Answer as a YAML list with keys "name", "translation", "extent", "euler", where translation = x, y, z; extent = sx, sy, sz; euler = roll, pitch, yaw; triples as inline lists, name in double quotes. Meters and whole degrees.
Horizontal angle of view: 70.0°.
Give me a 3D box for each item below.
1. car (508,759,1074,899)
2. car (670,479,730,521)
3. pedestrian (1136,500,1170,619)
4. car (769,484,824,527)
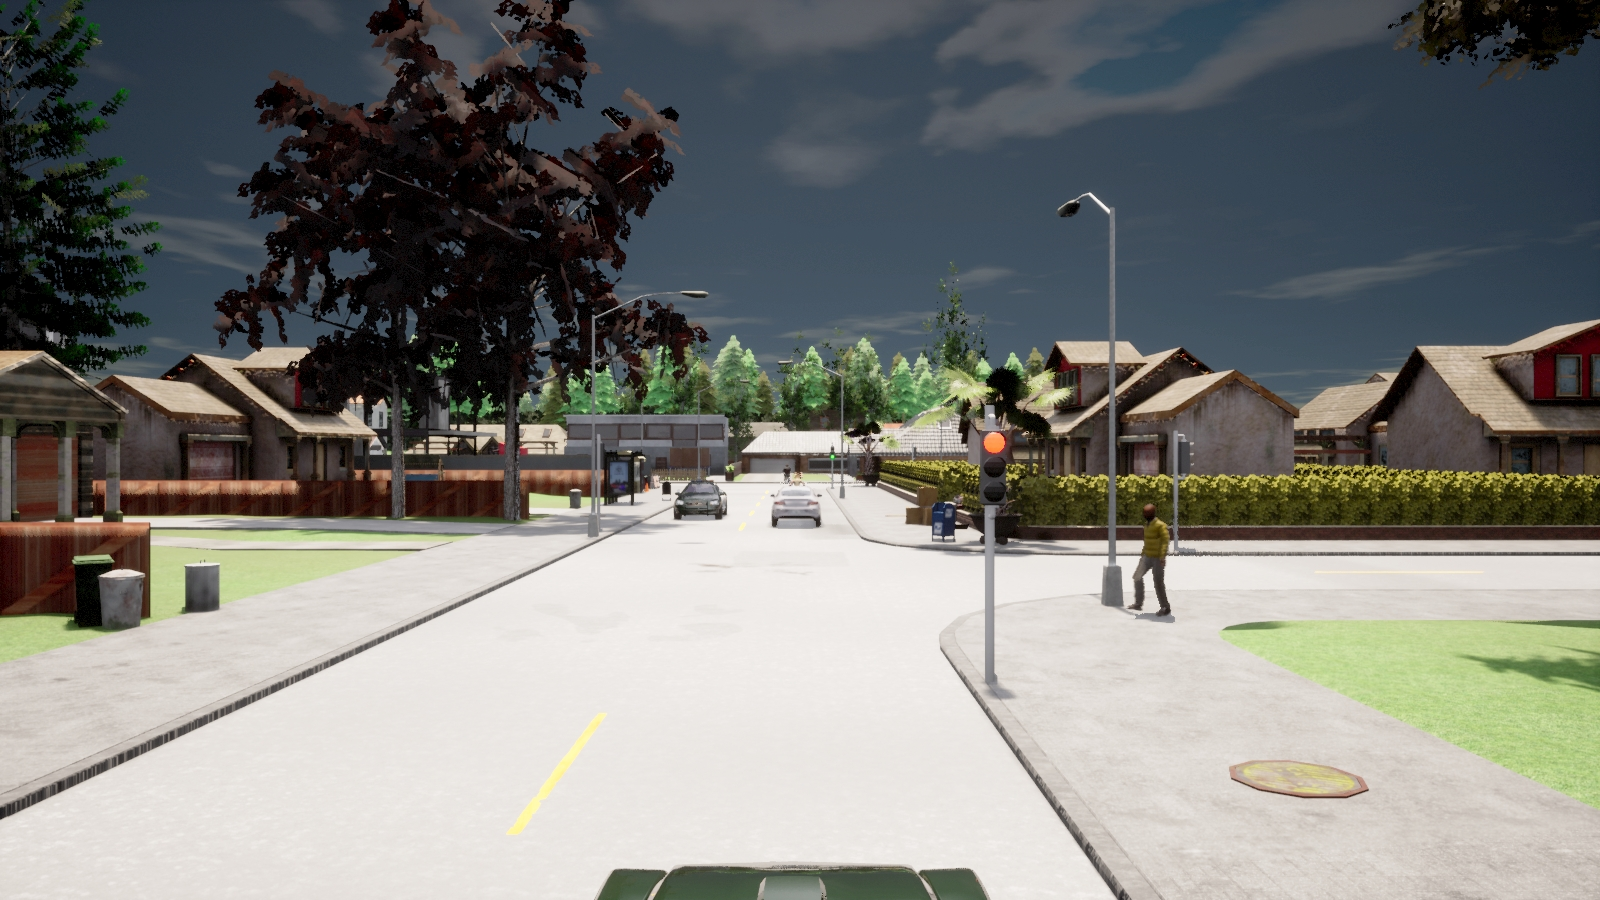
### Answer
- name: "car"
  translation: [-0.028, 2.155, 3.193]
  extent: [1.895, 1.301, 4.718]
  euler: [0, 0, 0]
- name: "car"
  translation: [-4.107, 2.038, 47.608]
  extent: [2.038, 1.542, 4.974]
  euler: [0, 0, 0]
- name: "pedestrian"
  translation: [5.657, 1.743, 18.306]
  extent: [0.375, 1.860, 0.375]
  euler: [0, 0, -21]
- name: "car"
  translation: [-0.145, 2.082, 43.529]
  extent: [2.002, 1.442, 4.674]
  euler: [0, 0, 0]
